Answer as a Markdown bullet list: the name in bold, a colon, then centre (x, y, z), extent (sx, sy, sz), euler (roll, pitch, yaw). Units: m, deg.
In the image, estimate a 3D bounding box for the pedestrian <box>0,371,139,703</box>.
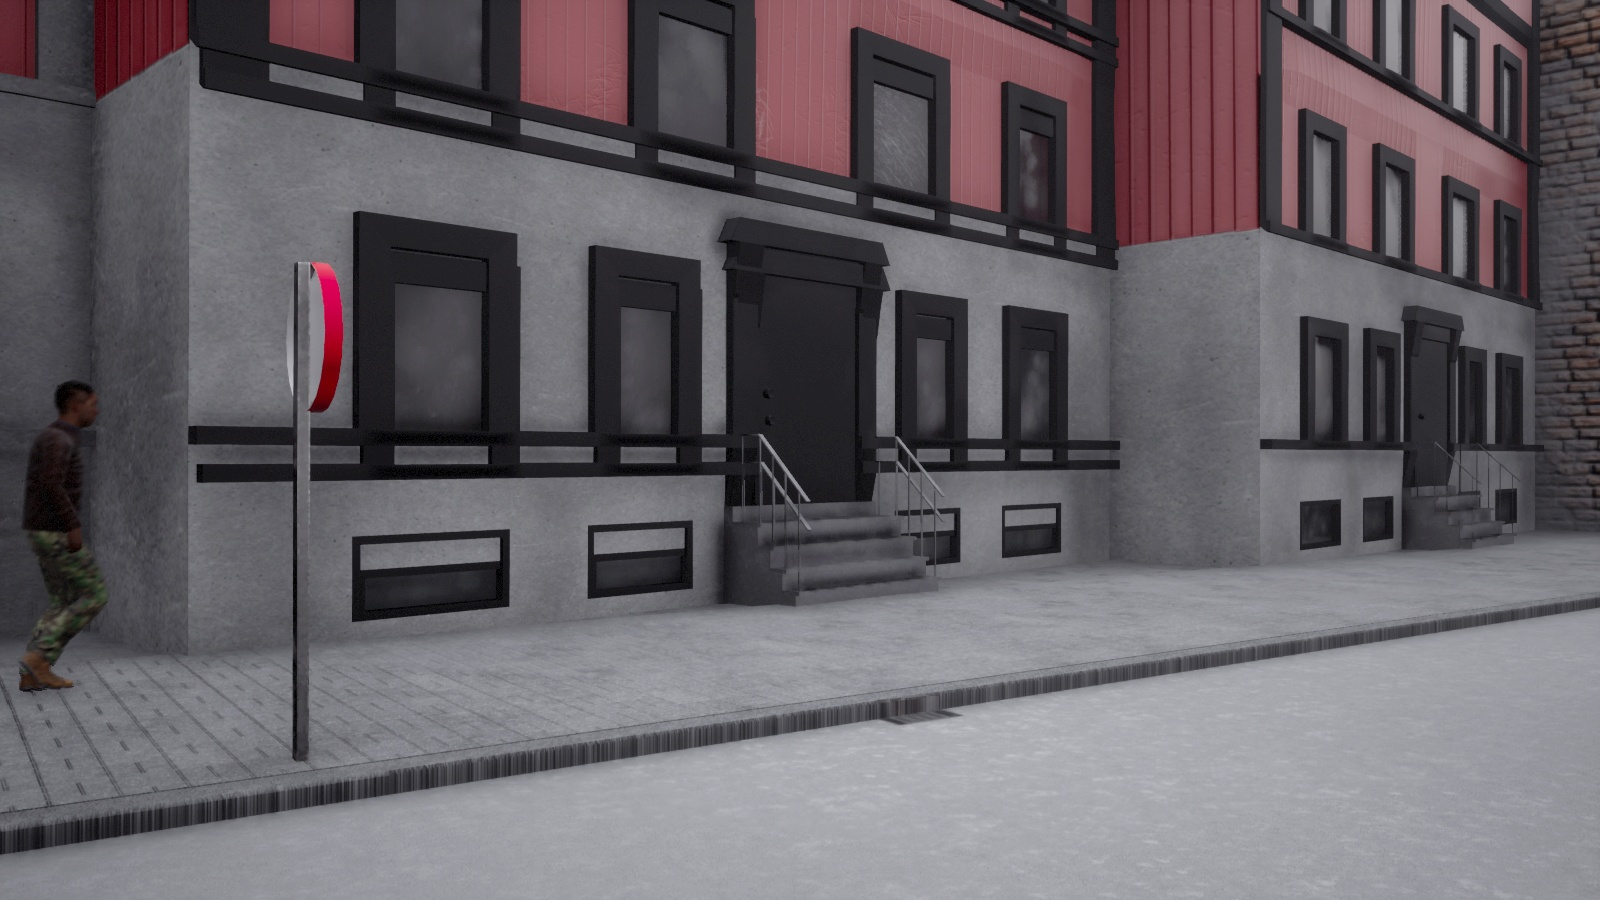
- **pedestrian**: centre (-4.289, 0.482, 7.338), extent (0.703, 1.840, 0.431), euler (0, 0, -35)
